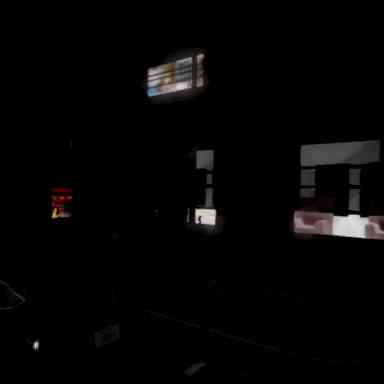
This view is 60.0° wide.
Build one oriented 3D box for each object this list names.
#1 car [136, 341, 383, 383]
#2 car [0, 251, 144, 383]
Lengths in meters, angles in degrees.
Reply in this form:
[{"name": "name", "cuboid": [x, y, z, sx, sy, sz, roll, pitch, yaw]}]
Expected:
[{"name": "car", "cuboid": [1.914, 1.589, 1.501, 4.206, 1.307, 1.802, 1, 1, 36]}, {"name": "car", "cuboid": [-2.582, 1.527, 4.709, 4.313, 1.339, 1.947, 1, 1, 36]}]
